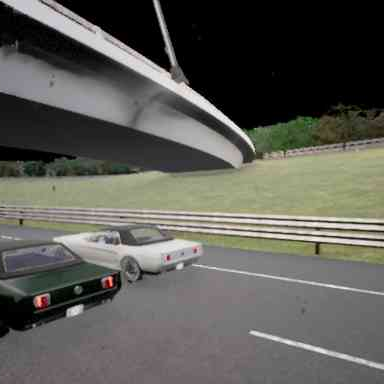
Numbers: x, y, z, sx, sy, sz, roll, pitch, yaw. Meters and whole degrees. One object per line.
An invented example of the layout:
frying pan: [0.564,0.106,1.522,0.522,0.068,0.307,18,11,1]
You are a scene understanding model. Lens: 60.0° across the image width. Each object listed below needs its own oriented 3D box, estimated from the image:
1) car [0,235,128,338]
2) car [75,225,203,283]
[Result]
car: [-3.674,1.616,6.604,4.718,1.301,1.895,0,0,35]
car: [-2.116,1.618,9.792,4.718,1.301,1.895,0,0,35]
